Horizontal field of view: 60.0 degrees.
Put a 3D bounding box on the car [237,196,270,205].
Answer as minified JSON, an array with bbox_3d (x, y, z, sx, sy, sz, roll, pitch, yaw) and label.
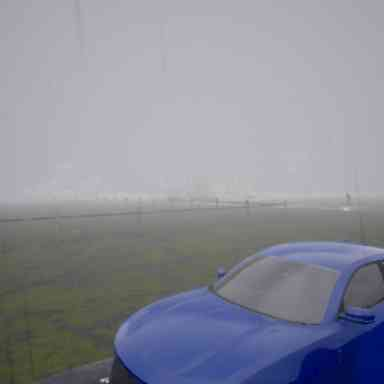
[{"bbox_3d":[8.434,1.156,45.556,1.895,1.301,4.718,-1,1,-35],"label":"car"}]

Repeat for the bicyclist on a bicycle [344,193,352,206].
[{"bbox_3d":[19.085,0.884,40.718,1.656,1.620,0.582,-1,1,-35],"label":"bicyclist on a bicycle"}]

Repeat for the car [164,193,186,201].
[{"bbox_3d":[-3.511,1.076,67.650,2.128,1.511,4.902,-1,0,-35],"label":"car"}]

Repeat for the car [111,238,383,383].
[{"bbox_3d":[1.502,1.421,4.129,5.008,1.535,1.882,-1,1,-35],"label":"car"}]

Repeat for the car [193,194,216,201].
[{"bbox_3d":[2.250,1.096,59.488,2.033,1.411,5.357,-1,0,-34],"label":"car"}]

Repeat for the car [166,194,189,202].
[{"bbox_3d":[-2.438,1.119,61.307,2.128,1.511,4.902,-1,0,-35],"label":"car"}]
